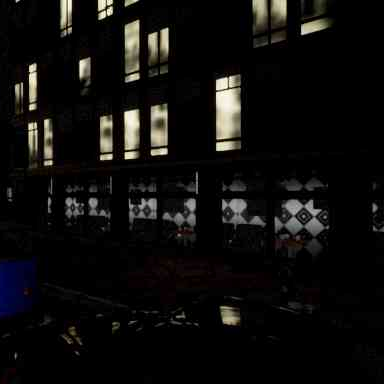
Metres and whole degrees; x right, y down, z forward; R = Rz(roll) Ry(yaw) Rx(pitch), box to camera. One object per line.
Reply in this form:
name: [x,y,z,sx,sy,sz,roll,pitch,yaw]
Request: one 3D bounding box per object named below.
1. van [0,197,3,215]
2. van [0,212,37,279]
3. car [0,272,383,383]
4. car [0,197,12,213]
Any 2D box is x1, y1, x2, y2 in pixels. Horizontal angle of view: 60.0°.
van: [-21.246,1.424,33.010,1.690,1.788,3.998,-1,-1,35]
van: [-4.513,1.342,6.054,3.998,1.788,1.690,0,0,35]
car: [0.120,1.582,2.752,4.206,1.307,1.802,0,0,35]
car: [-14.409,1.357,28.165,2.192,1.841,5.009,-1,-1,35]
